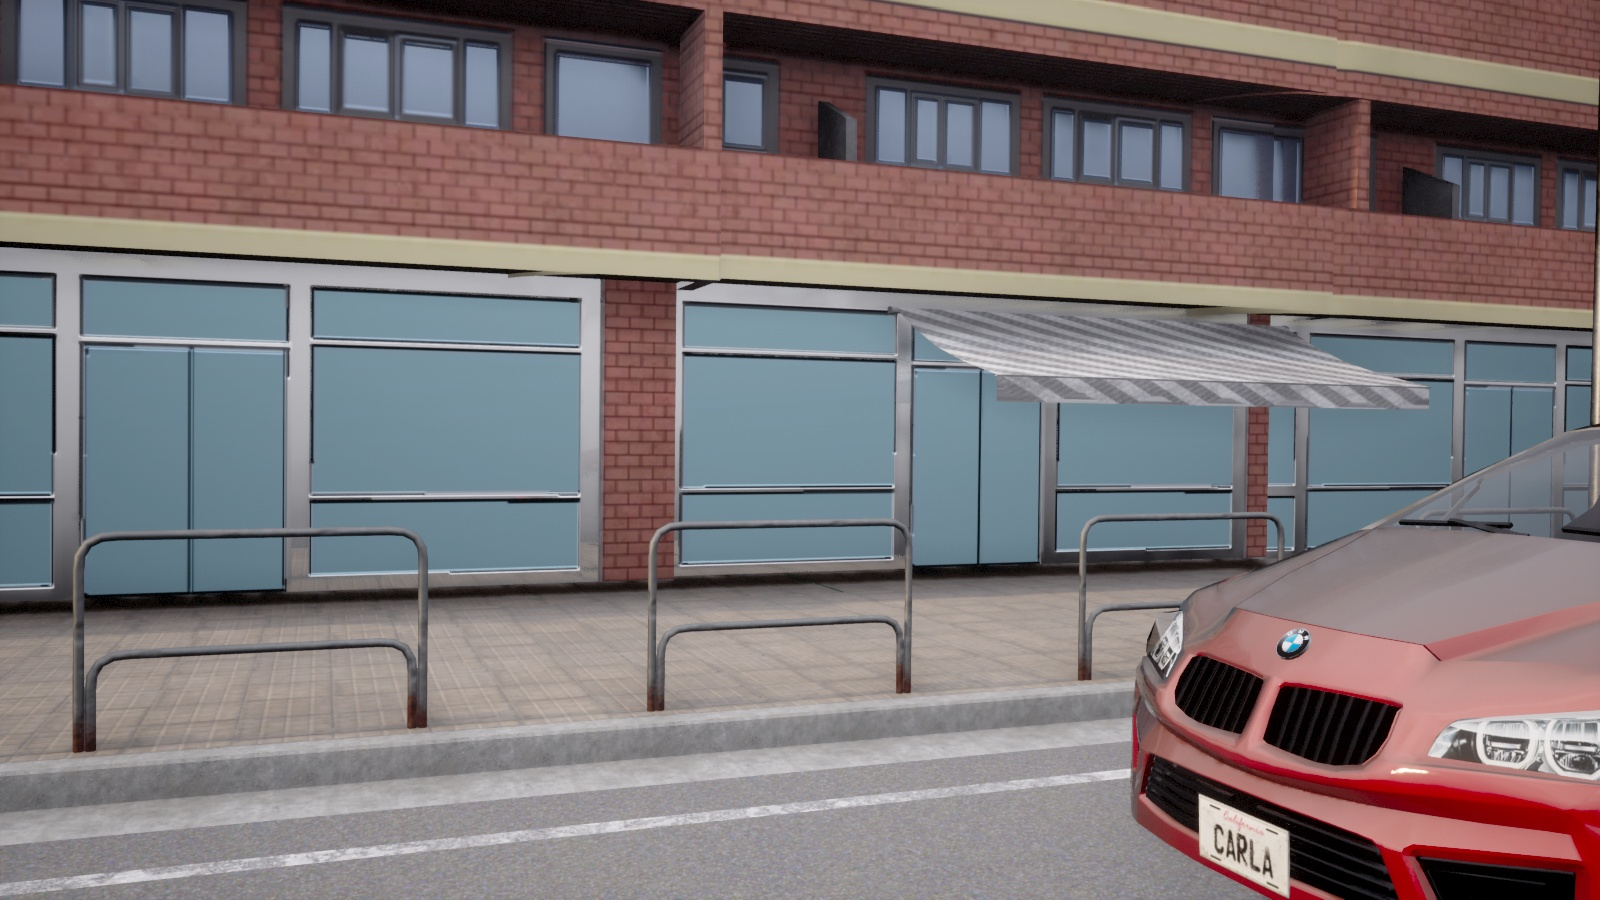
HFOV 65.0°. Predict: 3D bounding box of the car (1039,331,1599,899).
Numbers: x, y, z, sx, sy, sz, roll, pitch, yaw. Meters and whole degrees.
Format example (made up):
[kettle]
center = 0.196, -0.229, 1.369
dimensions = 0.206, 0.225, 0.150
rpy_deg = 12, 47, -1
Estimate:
[car]
center = 3.469, 0.531, 4.556
dimensions = 4.611, 1.667, 2.242
rpy_deg = -1, 1, -21
